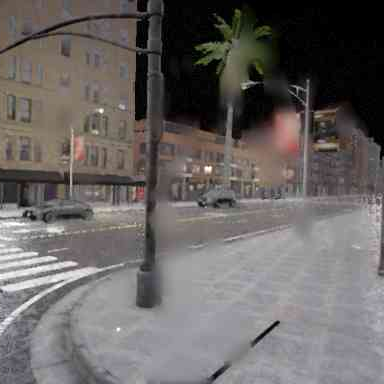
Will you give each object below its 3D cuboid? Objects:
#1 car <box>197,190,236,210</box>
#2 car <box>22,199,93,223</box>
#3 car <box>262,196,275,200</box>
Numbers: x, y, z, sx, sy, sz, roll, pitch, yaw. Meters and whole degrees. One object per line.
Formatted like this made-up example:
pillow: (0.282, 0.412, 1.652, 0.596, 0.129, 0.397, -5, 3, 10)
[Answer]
car: (2.831, 0.772, 36.605, 2.150, 2.045, 5.566, 2, 1, 35)
car: (-8.330, 1.118, 20.939, 1.994, 1.385, 4.181, 2, 1, 36)
car: (11.906, 0.760, 49.201, 1.895, 1.301, 4.718, 2, 1, 35)
